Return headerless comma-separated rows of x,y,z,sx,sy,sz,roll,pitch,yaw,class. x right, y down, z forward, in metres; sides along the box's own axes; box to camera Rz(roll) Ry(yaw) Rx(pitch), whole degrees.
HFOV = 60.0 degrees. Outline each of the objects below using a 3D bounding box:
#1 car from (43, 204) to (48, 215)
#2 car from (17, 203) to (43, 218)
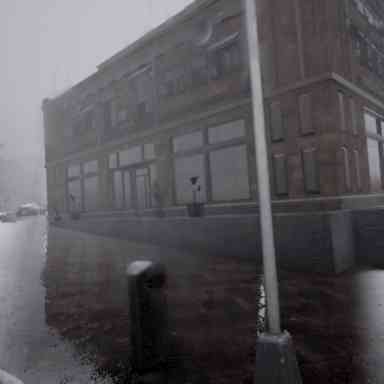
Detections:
-13.896,1.416,35.807,2.150,2.045,5.566,-3,0,-9,car
-17.201,1.903,35.588,1.812,1.442,4.674,-3,0,-10,car
